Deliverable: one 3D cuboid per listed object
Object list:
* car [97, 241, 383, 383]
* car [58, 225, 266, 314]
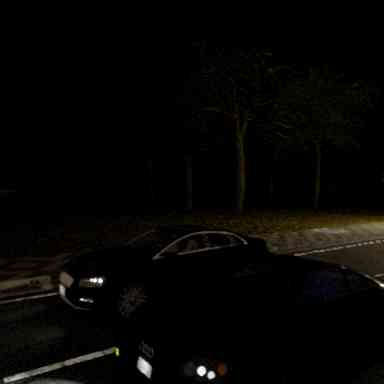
[{"bbox_3d":[1.146,1.592,4.502,4.181,1.385,1.994,1,0,-35],"label":"car"},{"bbox_3d":[-0.341,1.524,7.434,4.902,1.511,2.128,1,0,-35],"label":"car"}]
